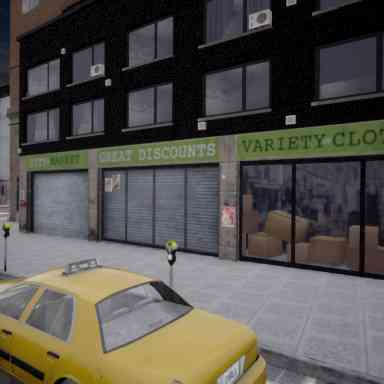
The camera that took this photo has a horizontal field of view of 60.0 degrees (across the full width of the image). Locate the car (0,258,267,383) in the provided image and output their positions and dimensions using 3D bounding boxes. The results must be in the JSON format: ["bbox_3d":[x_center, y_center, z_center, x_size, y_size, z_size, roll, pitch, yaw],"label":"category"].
[{"bbox_3d":[-1.540,1.524,4.190,4.829,1.417,1.752,0,1,36],"label":"car"}]
